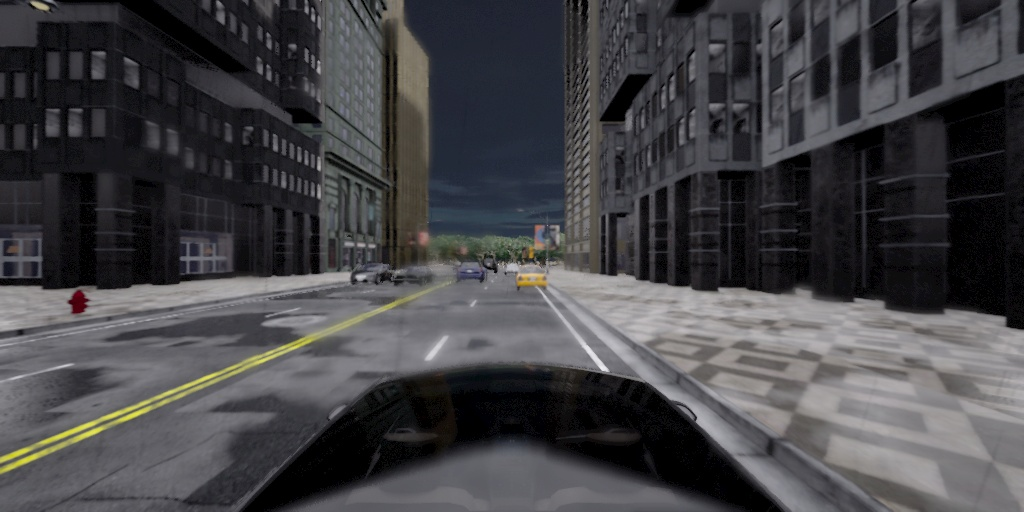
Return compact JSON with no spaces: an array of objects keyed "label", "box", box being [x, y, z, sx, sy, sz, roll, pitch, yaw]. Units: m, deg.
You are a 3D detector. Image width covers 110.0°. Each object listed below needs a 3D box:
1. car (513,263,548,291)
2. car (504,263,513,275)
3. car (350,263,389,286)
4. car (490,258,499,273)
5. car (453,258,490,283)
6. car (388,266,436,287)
[{"label":"car","box":[1.139,1.223,22.126,1.801,1.575,5.366,0,0,0]},{"label":"car","box":[0.034,1.578,44.467,1.812,1.442,4.674,0,-1,0]},{"label":"car","box":[-9.844,1.284,25.731,2.128,1.511,4.902,0,-1,0]},{"label":"car","box":[-3.145,1.376,50.977,2.150,2.045,5.566,0,-1,0]},{"label":"car","box":[-3.147,1.177,29.035,2.097,1.767,4.553,0,-1,0]},{"label":"car","box":[-6.596,1.384,24.580,1.895,1.301,4.718,0,0,0]}]
